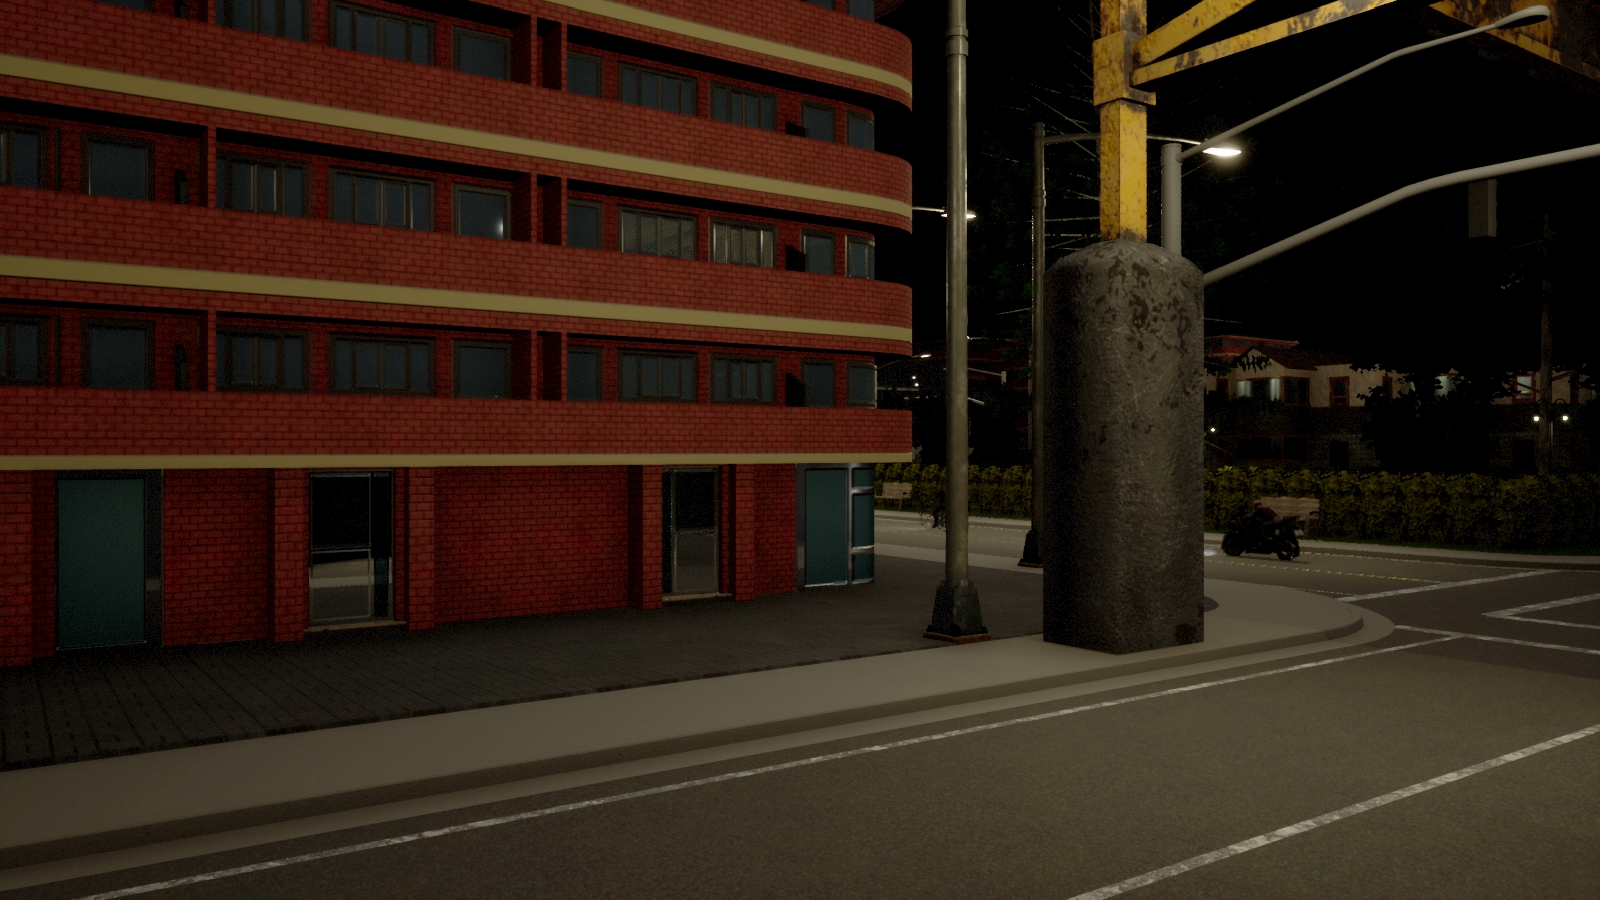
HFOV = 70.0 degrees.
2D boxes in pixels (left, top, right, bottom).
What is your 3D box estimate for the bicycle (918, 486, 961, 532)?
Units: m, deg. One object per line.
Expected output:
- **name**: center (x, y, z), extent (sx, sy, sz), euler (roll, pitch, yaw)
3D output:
- **bicycle**: center (4.829, 2.036, 39.619), extent (0.329, 1.496, 1.835), euler (0, 0, -35)
